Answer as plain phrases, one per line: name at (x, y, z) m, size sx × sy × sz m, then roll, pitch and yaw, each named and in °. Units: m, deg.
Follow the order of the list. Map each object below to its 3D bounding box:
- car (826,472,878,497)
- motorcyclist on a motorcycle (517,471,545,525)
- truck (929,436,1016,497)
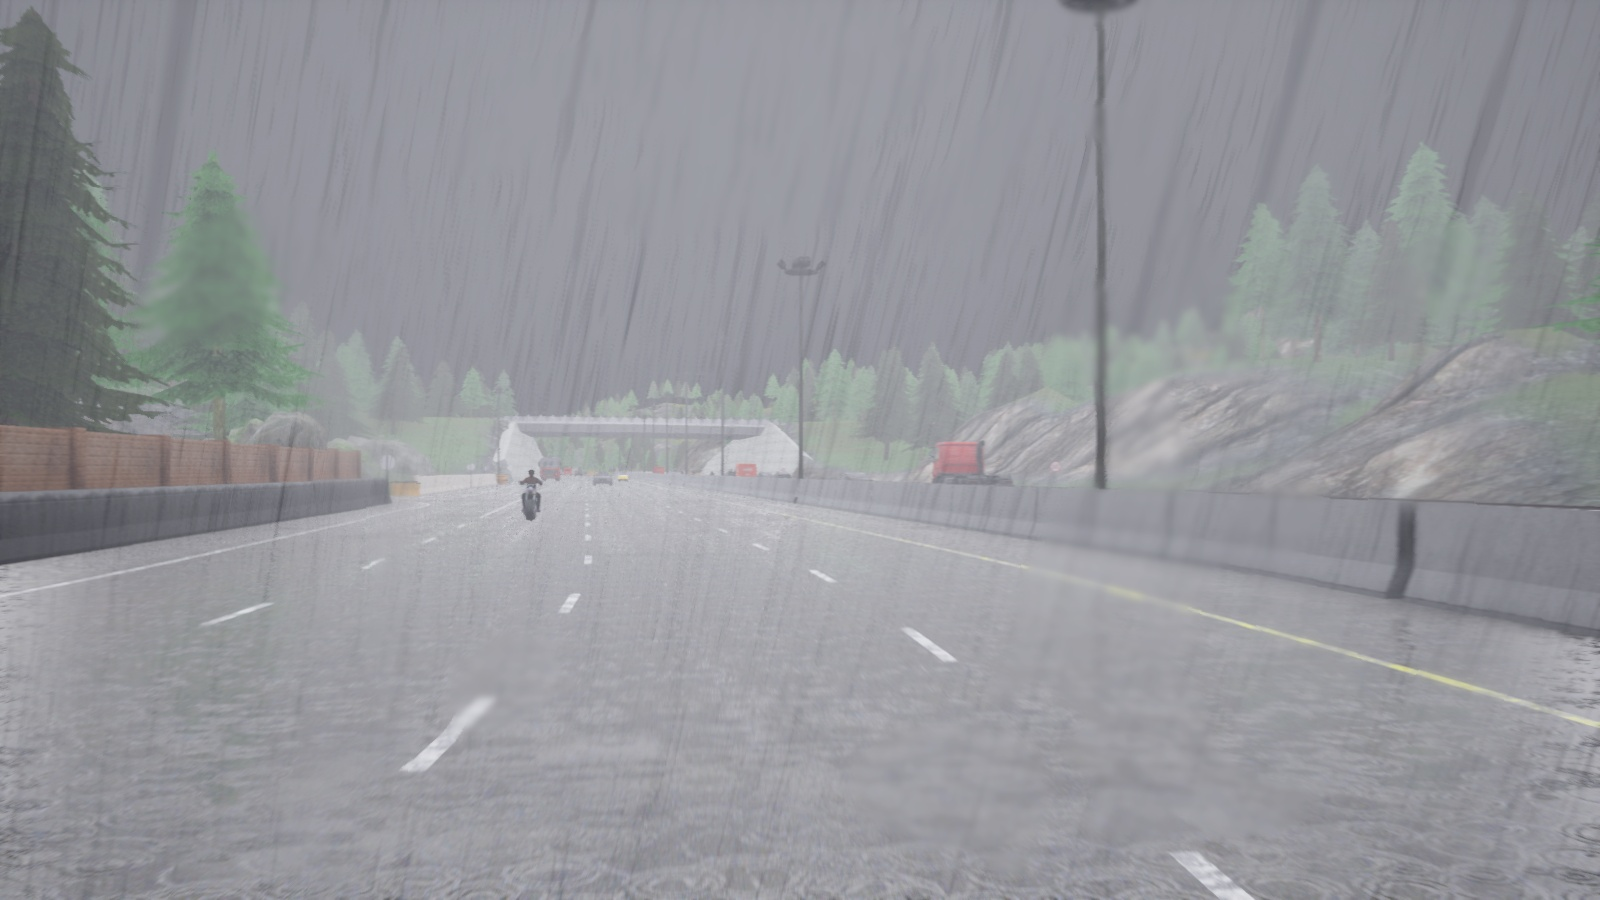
car at (3.065, 2.058, 75.725) m, size 2.163 × 1.488 × 4.792 m, roll 0°, pitch -1°, yaw -10°
motorcyclist on a motorcycle at (-8.504, 1.483, 39.696) m, size 0.766 × 1.649 × 2.350 m, roll 0°, pitch -1°, yaw -10°
truck at (10.227, 1.022, 75.353) m, size 2.891 × 3.462 × 7.936 m, roll 0°, pitch -1°, yaw -10°
